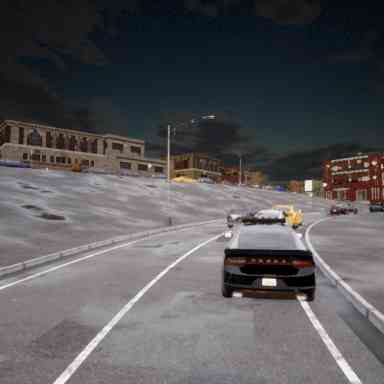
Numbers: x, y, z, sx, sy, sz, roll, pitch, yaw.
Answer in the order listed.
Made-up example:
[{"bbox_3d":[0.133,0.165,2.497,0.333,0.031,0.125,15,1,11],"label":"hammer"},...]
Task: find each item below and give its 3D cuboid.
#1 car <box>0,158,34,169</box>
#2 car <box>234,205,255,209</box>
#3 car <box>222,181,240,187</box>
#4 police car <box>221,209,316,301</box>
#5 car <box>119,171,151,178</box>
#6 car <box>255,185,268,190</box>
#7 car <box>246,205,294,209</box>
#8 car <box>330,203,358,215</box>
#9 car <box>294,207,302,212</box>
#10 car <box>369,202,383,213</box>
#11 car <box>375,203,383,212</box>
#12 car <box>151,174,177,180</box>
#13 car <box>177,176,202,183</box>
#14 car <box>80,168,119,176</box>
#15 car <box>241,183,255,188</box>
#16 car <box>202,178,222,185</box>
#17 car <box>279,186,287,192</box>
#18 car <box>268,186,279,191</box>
[{"bbox_3d":[-22.141,-3.296,41.357,4.553,1.767,2.185,3,-5,-40],"label":"car"},{"bbox_3d":[4.635,1.888,29.071,2.128,1.511,4.902,-2,-2,31],"label":"car"},{"bbox_3d":[6.834,-1.391,67.078,4.792,1.488,2.163,4,-6,-45],"label":"car"},{"bbox_3d":[1.854,1.457,8.623,1.930,1.638,5.238,-1,0,10],"label":"police car"},{"bbox_3d":[-9.518,-2.506,51.894,4.892,1.521,2.231,3,-5,-40],"label":"car"},{"bbox_3d":[14.355,-0.848,75.005,2.231,1.521,4.892,-4,-6,43],"label":"car"},{"bbox_3d":[4.256,1.641,17.747,1.812,1.442,4.674,-1,-1,19],"label":"car"},{"bbox_3d":[18.840,2.075,41.350,4.674,1.442,1.812,1,-4,-40],"label":"car"},{"bbox_3d":[6.433,1.663,23.046,1.882,1.535,5.008,-2,-2,25],"label":"car"},{"bbox_3d":[27.914,2.255,49.010,4.902,1.511,2.128,2,-4,-39],"label":"car"},{"bbox_3d":[34.244,2.733,58.546,4.892,1.490,1.837,2,-4,-39],"label":"car"},{"bbox_3d":[-5.335,-2.211,55.528,4.674,1.452,2.002,4,-5,-41],"label":"car"},{"bbox_3d":[-1.231,-1.983,59.255,5.008,1.535,2.097,4,-6,-42],"label":"car"},{"bbox_3d":[-13.747,-2.737,48.355,4.892,1.521,2.231,3,-5,-40],"label":"car"},{"bbox_3d":[10.671,-1.096,71.035,2.002,1.452,4.674,-4,-6,44],"label":"car"},{"bbox_3d":[2.775,-1.835,63.058,4.553,1.767,2.185,4,-6,-43],"label":"car"},{"bbox_3d":[21.733,-0.427,83.486,2.435,2.045,5.566,-3,-6,40],"label":"car"},{"bbox_3d":[18.091,-0.651,79.222,2.185,1.767,4.553,-4,-6,41],"label":"car"}]
